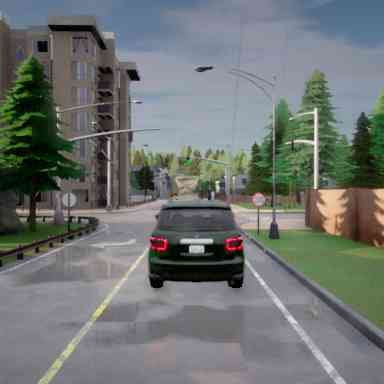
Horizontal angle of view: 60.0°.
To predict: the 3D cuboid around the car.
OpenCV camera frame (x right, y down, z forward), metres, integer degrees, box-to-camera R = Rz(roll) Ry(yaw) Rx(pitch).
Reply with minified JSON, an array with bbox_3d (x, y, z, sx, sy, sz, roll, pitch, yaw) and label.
[{"bbox_3d":[0.097,1.223,9.332,2.150,2.045,5.566,0,0,0],"label":"car"}]
